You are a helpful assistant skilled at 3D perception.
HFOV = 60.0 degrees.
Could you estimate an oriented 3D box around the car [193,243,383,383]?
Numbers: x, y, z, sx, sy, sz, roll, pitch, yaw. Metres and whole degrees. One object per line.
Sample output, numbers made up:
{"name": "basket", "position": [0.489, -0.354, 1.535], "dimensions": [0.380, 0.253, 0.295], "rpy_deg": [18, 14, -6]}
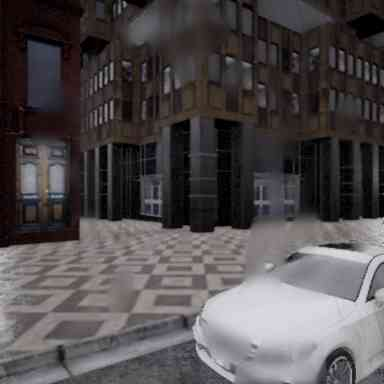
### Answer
{"name": "car", "position": [2.202, 1.553, 4.951], "dimensions": [4.674, 1.442, 1.812], "rpy_deg": [0, 0, -36]}
